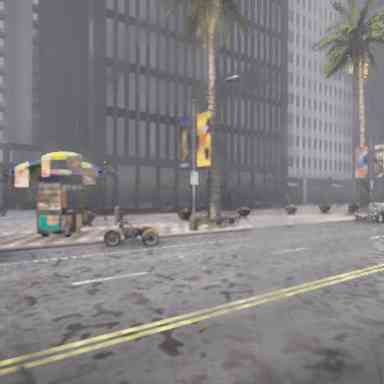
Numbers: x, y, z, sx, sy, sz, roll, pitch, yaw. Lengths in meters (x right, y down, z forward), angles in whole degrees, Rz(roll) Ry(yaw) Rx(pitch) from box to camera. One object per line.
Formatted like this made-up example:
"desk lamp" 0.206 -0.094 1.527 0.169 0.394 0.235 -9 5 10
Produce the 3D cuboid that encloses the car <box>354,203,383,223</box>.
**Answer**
"car" 15.224 1.640 27.235 4.892 1.521 2.231 0 0 -36
